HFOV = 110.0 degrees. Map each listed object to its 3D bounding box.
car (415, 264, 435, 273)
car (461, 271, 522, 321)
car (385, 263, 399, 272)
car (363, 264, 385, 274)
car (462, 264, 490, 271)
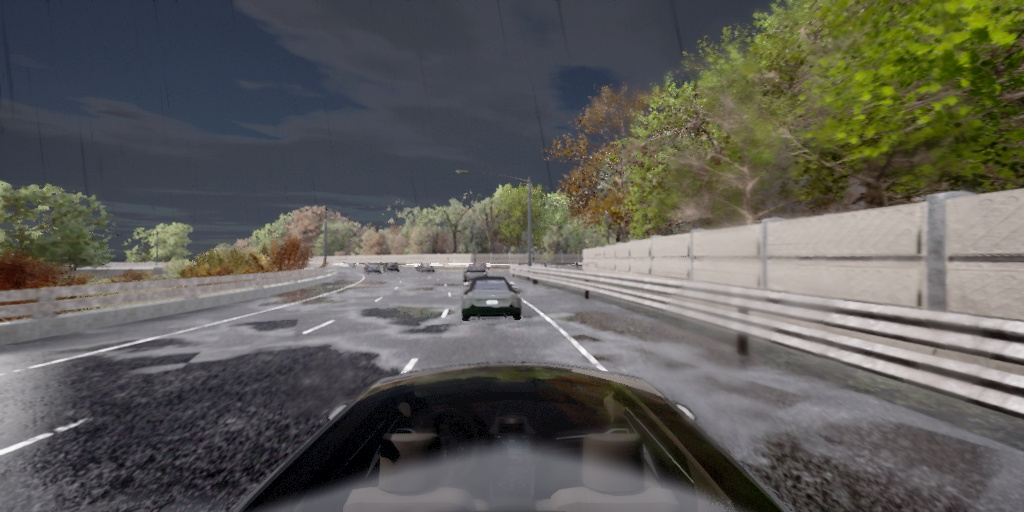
[{"bbox_3d":[-12.926,1.828,53.094,2.033,1.411,5.357,0,-1,-28],"label":"car"},{"bbox_3d":[-0.814,1.428,13.123,1.994,1.385,4.181,0,0,-6],"label":"car"},{"bbox_3d":[-19.523,1.845,57.561,1.837,1.490,4.892,0,-1,-30],"label":"car"},{"bbox_3d":[-20.525,1.840,52.415,2.033,1.411,5.357,0,-1,-30],"label":"car"},{"bbox_3d":[-2.947,1.513,28.963,2.128,1.511,4.902,0,-1,-8],"label":"car"}]
